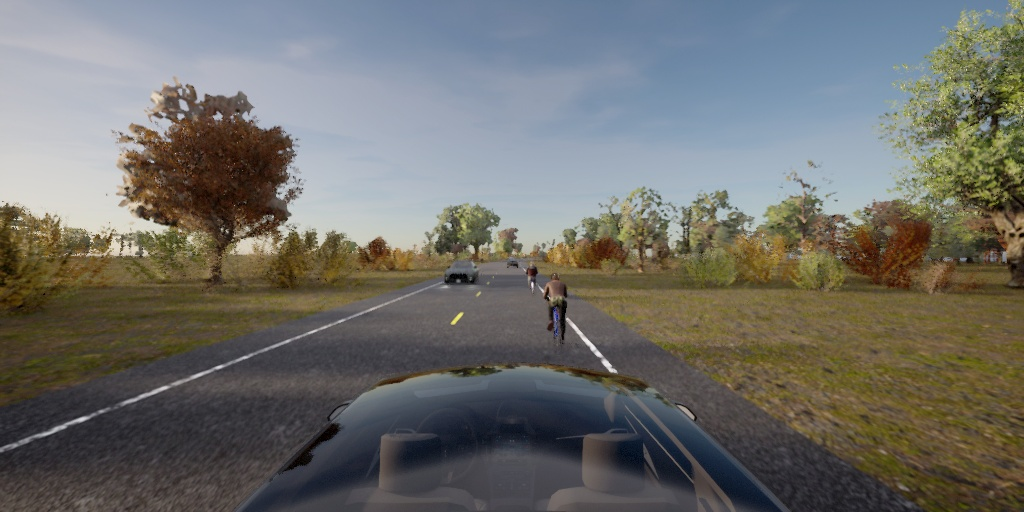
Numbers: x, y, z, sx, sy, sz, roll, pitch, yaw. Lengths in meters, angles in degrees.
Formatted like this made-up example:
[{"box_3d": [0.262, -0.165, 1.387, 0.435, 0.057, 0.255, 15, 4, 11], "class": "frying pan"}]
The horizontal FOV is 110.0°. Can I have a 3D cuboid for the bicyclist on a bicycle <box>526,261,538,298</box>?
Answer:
[{"box_3d": [0.969, 1.119, 17.501, 0.659, 1.776, 1.843, 0, 0, 0], "class": "bicyclist on a bicycle"}]

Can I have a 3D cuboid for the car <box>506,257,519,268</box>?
[{"box_3d": [0.114, 1.204, 60.505, 1.837, 1.490, 4.892, 0, 0, 0], "class": "car"}]

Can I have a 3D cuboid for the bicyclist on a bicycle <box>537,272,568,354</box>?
[{"box_3d": [0.966, 1.203, 7.840, 0.582, 1.620, 1.656, 0, 0, 0], "class": "bicyclist on a bicycle"}]

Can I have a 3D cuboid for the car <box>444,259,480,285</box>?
[{"box_3d": [-3.593, 1.097, 26.288, 2.097, 1.767, 4.553, 0, 0, 0], "class": "car"}]
